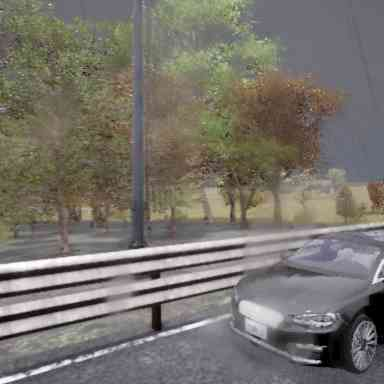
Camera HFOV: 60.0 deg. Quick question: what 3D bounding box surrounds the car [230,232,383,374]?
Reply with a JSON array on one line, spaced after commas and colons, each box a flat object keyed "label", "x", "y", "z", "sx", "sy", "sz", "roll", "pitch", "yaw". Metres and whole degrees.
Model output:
[{"label": "car", "x": 2.810, "y": 1.490, "z": 5.692, "sx": 4.902, "sy": 1.511, "sz": 2.128, "roll": 0, "pitch": 0, "yaw": -36}]
